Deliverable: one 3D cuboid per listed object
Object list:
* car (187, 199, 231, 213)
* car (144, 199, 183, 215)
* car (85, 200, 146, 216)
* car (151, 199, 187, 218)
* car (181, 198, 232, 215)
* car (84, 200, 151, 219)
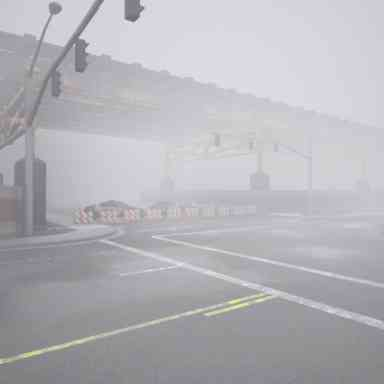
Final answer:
[{"bbox_3d":[1.349,1.295,34.006,4.536,1.218,1.853,0,0,-7],"label":"car"},{"bbox_3d":[-2.496,1.295,30.304,1.853,1.218,4.536,0,0,18],"label":"car"},{"bbox_3d":[-6.309,1.295,27.578,4.536,1.218,1.853,0,0,8],"label":"car"},{"bbox_3d":[-2.511,1.453,30.255,2.038,1.542,4.974,0,0,18],"label":"car"},{"bbox_3d":[1.400,1.453,34.013,4.974,1.542,2.038,0,0,-7],"label":"car"},{"bbox_3d":[-6.257,1.453,27.571,4.974,1.542,2.038,0,0,8],"label":"car"}]
